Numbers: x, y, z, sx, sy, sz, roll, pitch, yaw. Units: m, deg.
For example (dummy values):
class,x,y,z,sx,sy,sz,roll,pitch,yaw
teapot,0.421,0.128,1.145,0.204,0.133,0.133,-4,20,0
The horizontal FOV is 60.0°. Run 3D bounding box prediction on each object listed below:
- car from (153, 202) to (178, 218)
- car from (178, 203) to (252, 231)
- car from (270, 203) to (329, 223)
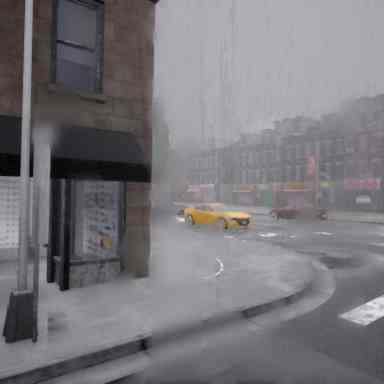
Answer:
class,x,y,z,sx,sy,sz,roll,pitch,yaw
car,-1.870,1.569,30.615,1.994,1.385,4.181,2,-1,-36
car,1.467,1.436,20.512,1.882,1.535,5.008,2,-1,-36
car,8.711,1.660,27.459,1.882,1.535,5.008,2,-1,-36
